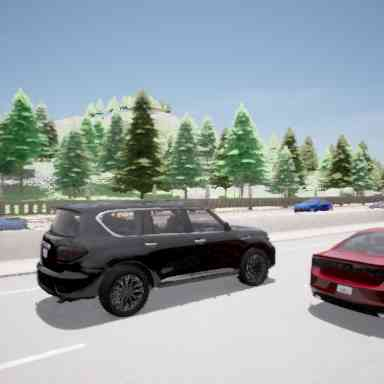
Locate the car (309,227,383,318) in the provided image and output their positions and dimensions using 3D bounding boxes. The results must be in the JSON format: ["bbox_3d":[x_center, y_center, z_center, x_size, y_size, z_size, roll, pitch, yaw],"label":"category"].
[{"bbox_3d":[4.555,1.474,6.979,5.008,1.535,1.882,0,0,-36],"label":"car"}]

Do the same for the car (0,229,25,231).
[{"bbox_3d":[-9.892,1.537,14.135,5.357,1.411,2.033,0,0,-35],"label":"car"}]

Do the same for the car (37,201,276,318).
[{"bbox_3d":[-0.516,1.217,7.668,5.566,2.045,2.150,0,0,-36],"label":"car"}]

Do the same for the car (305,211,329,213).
[{"bbox_3d":[12.597,1.460,34.422,5.008,1.535,1.882,0,0,-35],"label":"car"}]
